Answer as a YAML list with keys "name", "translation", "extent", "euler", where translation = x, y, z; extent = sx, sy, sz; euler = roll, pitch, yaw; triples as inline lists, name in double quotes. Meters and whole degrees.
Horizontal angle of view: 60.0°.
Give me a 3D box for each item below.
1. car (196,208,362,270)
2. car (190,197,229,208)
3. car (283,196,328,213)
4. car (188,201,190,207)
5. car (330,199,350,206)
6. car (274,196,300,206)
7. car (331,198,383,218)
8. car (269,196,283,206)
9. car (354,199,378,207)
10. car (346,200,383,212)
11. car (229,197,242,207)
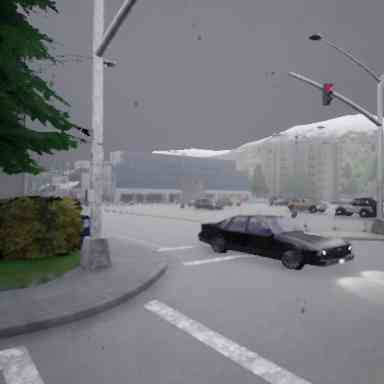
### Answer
- name: "car"
  translation: [2.431, 1.471, 11.102]
  extent: [2.033, 1.411, 5.357]
  euler: [1, 0, -38]
- name: "car"
  translation: [2.212, 1.641, 43.683]
  extent: [2.007, 1.523, 4.514]
  euler: [1, -1, -36]
- name: "car"
  translation: [13.702, 1.529, 39.632]
  extent: [1.932, 1.855, 4.605]
  euler: [1, -1, -36]
- name: "car"
  translation: [1.056, 1.621, 51.543]
  extent: [1.970, 1.475, 3.806]
  euler: [1, -1, -36]
- name: "car"
  translation: [33.700, 2.279, 75.852]
  extent: [1.845, 1.501, 3.633]
  euler: [1, -1, -36]
- name: "car"
  translation: [18.557, 1.767, 65.087]
  extent: [1.932, 1.855, 4.605]
  euler: [1, -1, -36]
- name: "car"
  translation: [15.644, 1.468, 31.329]
  extent: [1.905, 1.878, 3.866]
  euler: [1, -1, -36]
- name: "car"
  translation: [16.443, 1.709, 63.052]
  extent: [1.905, 1.878, 3.866]
  euler: [1, -1, -36]
- name: "car"
  translation: [35.628, 2.252, 68.091]
  extent: [1.970, 1.475, 3.806]
  euler: [1, -1, -36]
- name: "car"
  translation: [24.215, 1.888, 46.345]
  extent: [2.007, 1.523, 4.514]
  euler: [1, -1, -36]
- name: "car"
  translation: [6.070, 1.624, 55.562]
  extent: [2.152, 1.636, 5.027]
  euler: [1, -1, -36]
